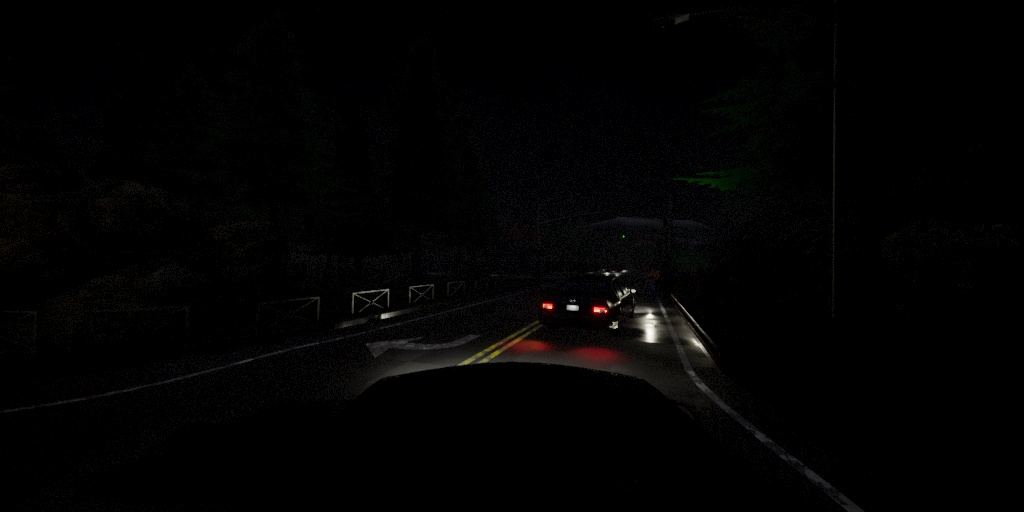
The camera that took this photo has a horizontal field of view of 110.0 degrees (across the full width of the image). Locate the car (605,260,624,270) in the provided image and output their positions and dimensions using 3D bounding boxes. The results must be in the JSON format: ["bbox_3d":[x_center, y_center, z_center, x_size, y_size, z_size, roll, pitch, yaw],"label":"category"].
[{"bbox_3d":[16.926,1.711,59.819,2.150,2.045,5.566,1,-1,20],"label":"car"}]

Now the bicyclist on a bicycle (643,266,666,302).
[{"bbox_3d":[6.587,1.294,16.502,1.656,1.620,0.582,1,-1,-31],"label":"bicyclist on a bicycle"}]

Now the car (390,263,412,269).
[{"bbox_3d":[-14.298,1.587,48.357,4.181,1.385,1.994,1,-1,21],"label":"car"}]

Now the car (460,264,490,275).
[{"bbox_3d":[-4.933,1.698,44.866,4.181,1.385,1.994,1,-1,20],"label":"car"}]

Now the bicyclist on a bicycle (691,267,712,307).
[{"bbox_3d":[8.018,1.305,15.105,1.656,1.620,0.582,1,-1,-34],"label":"bicyclist on a bicycle"}]

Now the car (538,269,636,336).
[{"bbox_3d":[2.400,1.253,10.336,2.033,1.411,5.357,1,-1,25],"label":"car"}]

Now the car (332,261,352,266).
[{"bbox_3d":[-24.031,1.457,52.284,5.357,1.411,2.033,1,-1,24],"label":"car"}]
